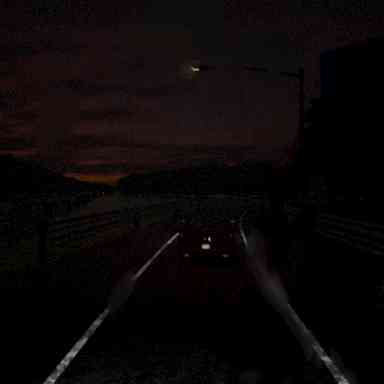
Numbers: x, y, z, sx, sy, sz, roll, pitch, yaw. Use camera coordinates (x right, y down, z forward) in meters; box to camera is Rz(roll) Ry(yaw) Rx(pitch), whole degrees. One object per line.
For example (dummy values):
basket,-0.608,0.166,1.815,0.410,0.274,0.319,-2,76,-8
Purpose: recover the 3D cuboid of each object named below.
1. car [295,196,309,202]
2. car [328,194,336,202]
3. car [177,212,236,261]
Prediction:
car,25.684,1.660,77.869,5.008,1.535,1.882,0,0,-38
car,33.742,1.468,84.010,5.566,2.045,2.150,1,0,-29
car,0.589,1.481,12.426,1.882,1.535,5.008,0,0,4
